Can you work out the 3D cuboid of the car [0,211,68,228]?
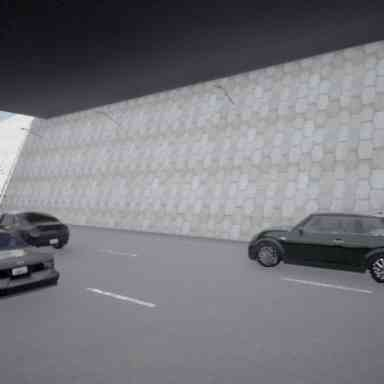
[{"bbox_3d":[-6.864,1.505,13.193,4.892,1.490,1.837,0,0,36],"label":"car"}]

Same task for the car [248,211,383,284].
[{"bbox_3d":[3.948,1.352,9.770,4.553,1.767,2.097,0,0,36],"label":"car"}]

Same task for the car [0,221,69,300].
[{"bbox_3d":[-5.321,1.548,7.789,5.357,1.411,2.033,0,0,36],"label":"car"}]
